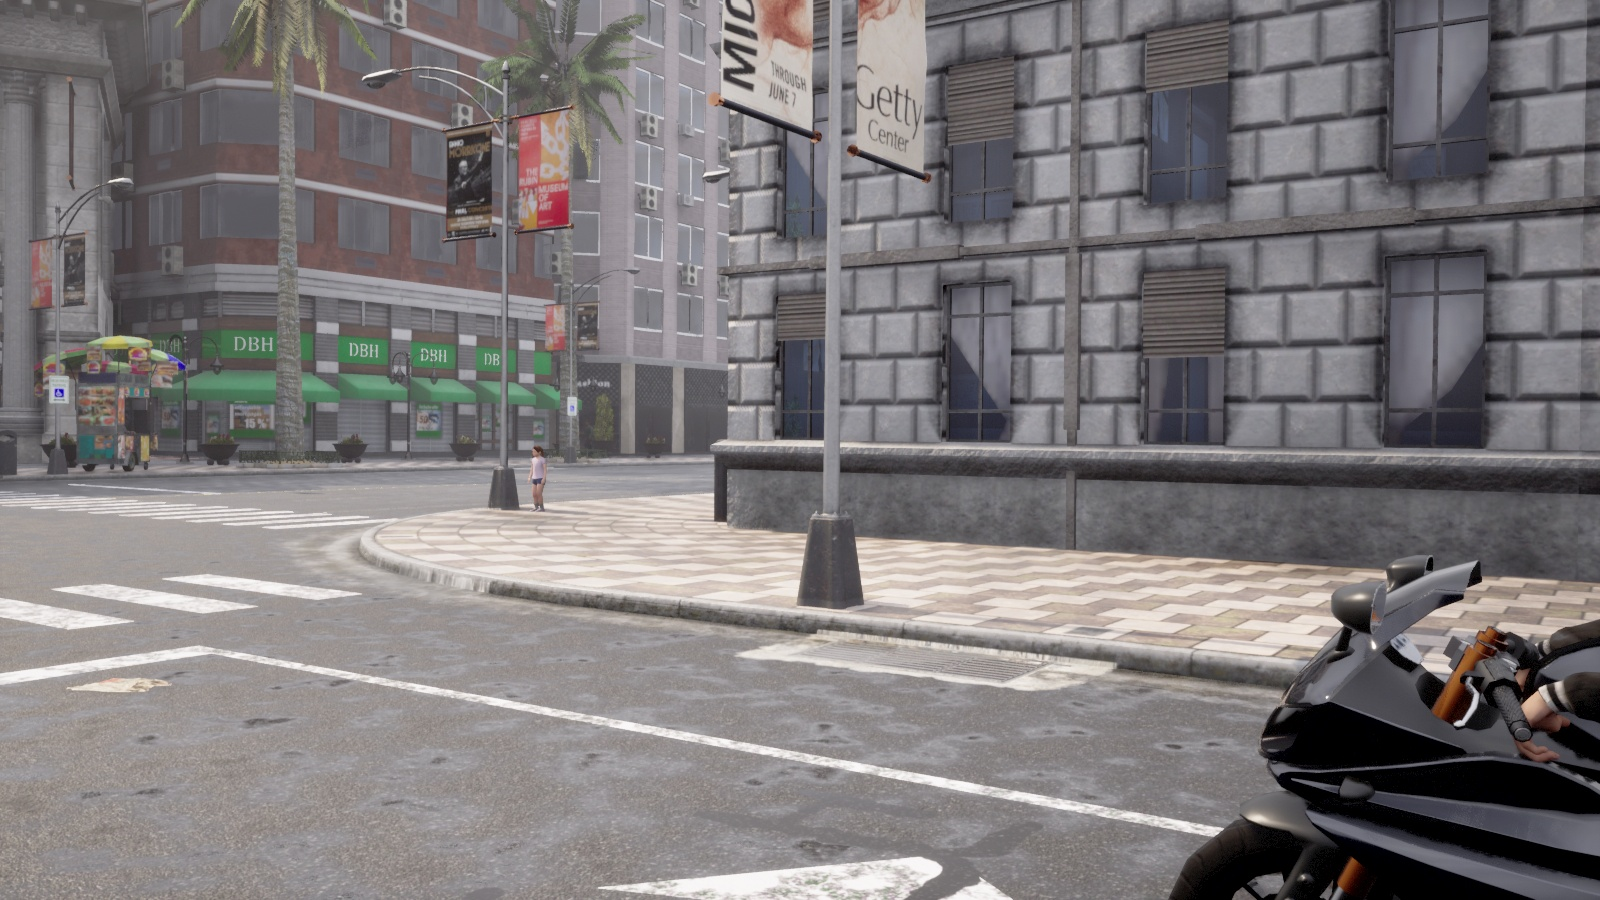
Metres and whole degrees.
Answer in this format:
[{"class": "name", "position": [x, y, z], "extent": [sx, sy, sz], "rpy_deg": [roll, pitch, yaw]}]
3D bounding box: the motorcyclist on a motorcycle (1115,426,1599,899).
[{"class": "motorcyclist on a motorcycle", "position": [1.824, 0.717, 2.412], "extent": [2.191, 1.530, 0.866], "rpy_deg": [0, 1, 34]}]

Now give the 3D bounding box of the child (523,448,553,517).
[{"class": "child", "position": [-4.263, 0.527, 20.450], "extent": [0.255, 1.110, 0.394], "rpy_deg": [0, 1, 42]}]

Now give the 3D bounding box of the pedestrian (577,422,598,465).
[{"class": "pedestrian", "position": [-9.598, -0.300, 56.733], "extent": [0.788, 1.949, 0.423], "rpy_deg": [-1, 1, -43]}]
